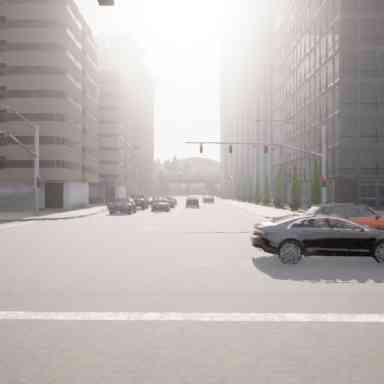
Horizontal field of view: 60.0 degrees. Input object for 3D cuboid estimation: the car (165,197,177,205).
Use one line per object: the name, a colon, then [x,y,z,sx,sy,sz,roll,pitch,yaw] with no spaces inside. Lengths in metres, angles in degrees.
car: [-3.621,1.601,57.913,1.895,1.301,4.718,0,0,0]

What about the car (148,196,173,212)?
car: [-3.628,1.505,38.940,1.837,1.490,4.892,0,0,0]

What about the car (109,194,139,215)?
car: [-7.125,1.352,34.442,2.097,1.767,4.553,0,0,0]

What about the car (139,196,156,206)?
car: [-7.129,1.491,53.990,2.128,1.511,4.902,0,0,0]

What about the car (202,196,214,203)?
car: [3.452,1.505,67.500,1.837,1.490,4.892,0,0,0]

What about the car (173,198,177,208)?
car: [-3.631,1.352,48.144,2.097,1.767,4.553,0,0,0]

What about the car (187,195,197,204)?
car: [-0.048,1.478,66.664,1.882,1.535,5.008,0,0,0]

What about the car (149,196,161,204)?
car: [-7.092,1.505,64.430,1.837,1.490,4.892,0,0,0]

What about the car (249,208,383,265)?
car: [4.359,1.445,10.888,4.902,1.511,2.128,0,0,0]

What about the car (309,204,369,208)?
car: [7.004,1.298,14.374,4.553,1.767,2.097,0,0,0]

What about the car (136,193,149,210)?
car: [-7.129,1.221,44.031,2.150,2.045,5.566,0,0,0]

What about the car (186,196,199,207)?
car: [0.072,1.477,51.331,1.882,1.535,5.008,0,0,0]

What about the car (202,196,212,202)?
car: [3.445,1.528,76.167,1.994,1.385,4.181,0,0,0]
